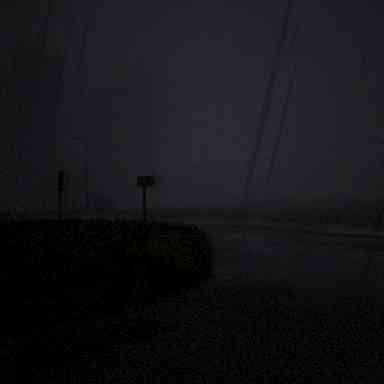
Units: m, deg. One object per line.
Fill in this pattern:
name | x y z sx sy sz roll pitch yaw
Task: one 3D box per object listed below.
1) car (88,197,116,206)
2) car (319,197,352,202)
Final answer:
car | -10.862 1.463 40.107 2.242 1.667 4.611 0 0 -36
car | 21.468 1.485 50.570 2.033 1.411 5.357 0 0 -35
